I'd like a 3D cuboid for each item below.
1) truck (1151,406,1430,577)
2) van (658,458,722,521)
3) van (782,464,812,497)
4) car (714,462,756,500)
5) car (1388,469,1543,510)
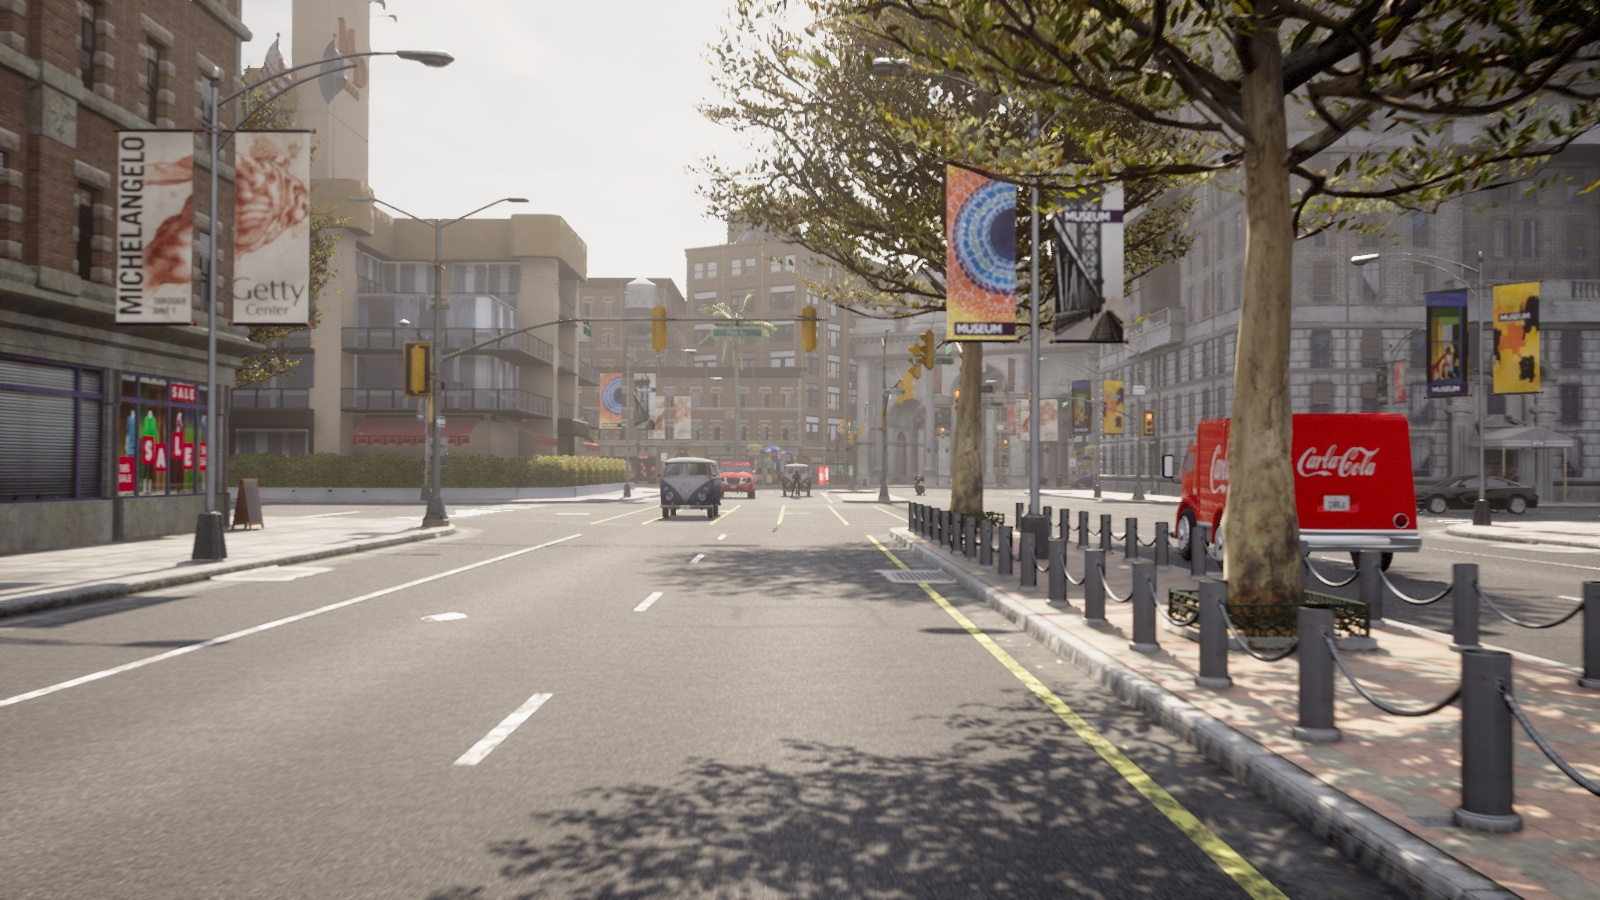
[{"bbox_3d":[7.842,0.645,20.821,2.627,2.467,5.204,0,-1,1],"label":"truck"},{"bbox_3d":[-3.603,1.282,41.800,1.775,1.987,4.442,0,-1,0],"label":"van"},{"bbox_3d":[-0.190,1.866,77.555,1.775,1.987,4.442,0,-1,0],"label":"van"},{"bbox_3d":[-3.676,1.758,72.253,2.150,2.045,5.566,0,-1,0],"label":"car"},{"bbox_3d":[25.793,1.506,48.770,5.008,1.535,1.882,0,-1,0],"label":"car"}]
